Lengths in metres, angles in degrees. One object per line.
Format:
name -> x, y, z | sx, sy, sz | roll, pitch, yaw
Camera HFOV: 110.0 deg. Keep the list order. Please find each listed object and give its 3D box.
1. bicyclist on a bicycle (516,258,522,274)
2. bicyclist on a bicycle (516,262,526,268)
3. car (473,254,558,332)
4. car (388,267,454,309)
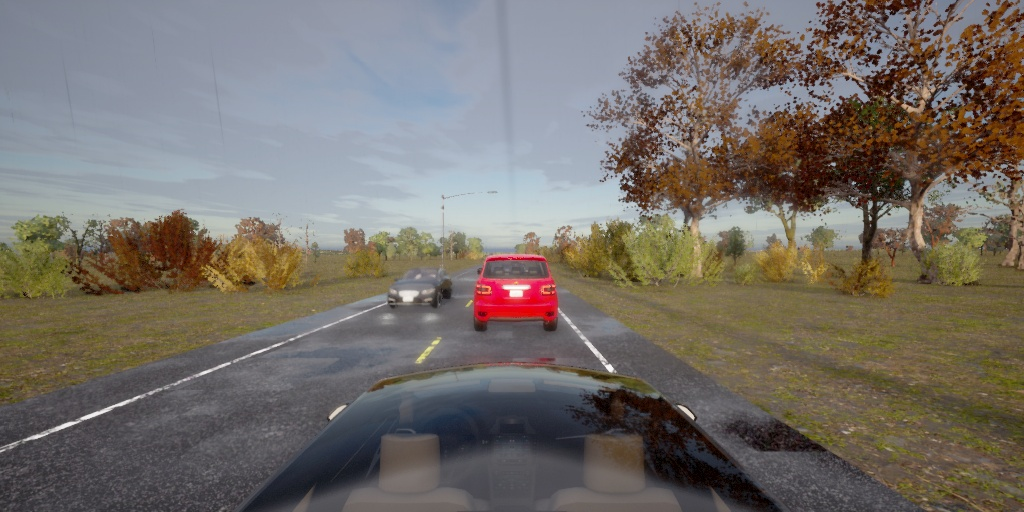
bicyclist on a bicycle -> 0.781, 1.107, 40.240 | 0.659, 1.776, 1.843 | 0, 0, 0
bicyclist on a bicycle -> 0.857, 1.110, 30.227 | 0.659, 1.776, 1.843 | 0, 0, 0
car -> 0.077, 0.968, 11.048 | 2.150, 2.045, 5.566 | 0, 0, -1
car -> -3.633, 1.237, 14.969 | 2.128, 1.511, 4.902 | 0, 0, 0
